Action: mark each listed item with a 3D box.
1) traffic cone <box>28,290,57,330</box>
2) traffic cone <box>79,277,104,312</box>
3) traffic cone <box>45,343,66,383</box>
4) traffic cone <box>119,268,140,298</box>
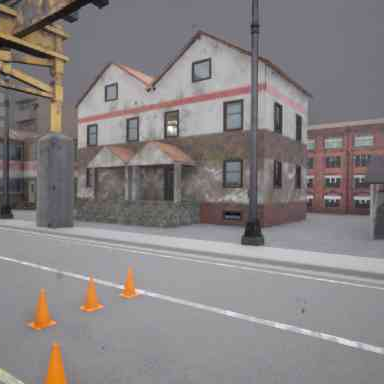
[{"bbox_3d":[-2.528,1.949,5.617,0.340,0.580,0.340,0,0,36],"label":"traffic cone"},{"bbox_3d":[-1.943,1.949,6.428,0.340,0.580,0.340,0,0,36],"label":"traffic cone"},{"bbox_3d":[-1.492,1.952,3.636,0.340,0.580,0.340,0,0,36],"label":"traffic cone"},{"bbox_3d":[-1.358,1.949,7.239,0.340,0.580,0.340,0,0,36],"label":"traffic cone"}]
